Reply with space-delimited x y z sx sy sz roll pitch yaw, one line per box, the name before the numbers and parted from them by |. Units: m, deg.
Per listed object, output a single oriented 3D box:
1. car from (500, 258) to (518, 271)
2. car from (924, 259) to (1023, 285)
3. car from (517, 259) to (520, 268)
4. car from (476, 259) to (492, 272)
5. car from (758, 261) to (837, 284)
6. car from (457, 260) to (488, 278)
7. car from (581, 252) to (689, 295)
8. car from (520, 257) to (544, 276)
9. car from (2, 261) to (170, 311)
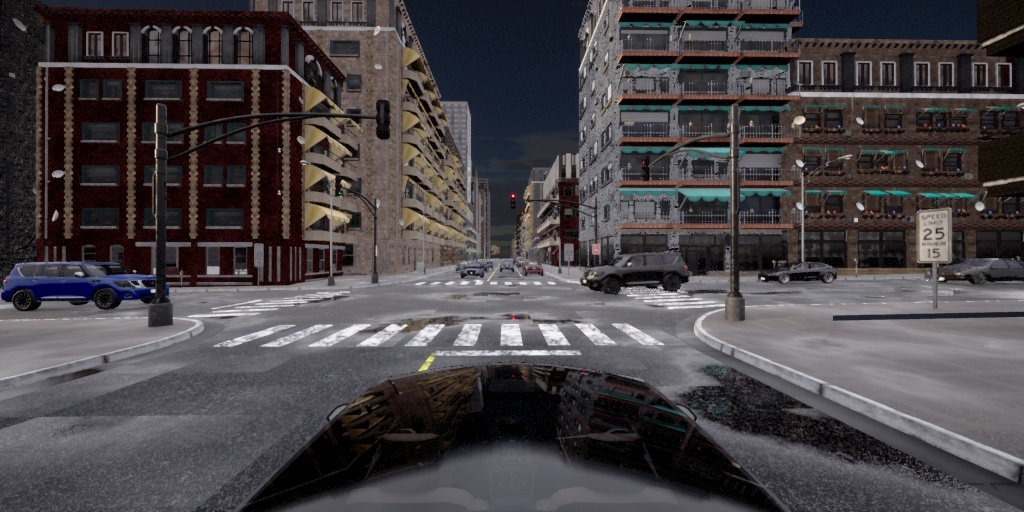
car | -0.665 1.308 48.363 2.033 1.411 5.357 0 0 -1
car | 26.562 0.847 20.034 5.357 1.411 2.033 -1 0 -1
car | 2.025 1.309 42.273 2.007 1.370 4.403 0 0 -1
car | -3.783 1.360 43.531 1.895 1.301 4.718 0 0 -1
car | 17.936 1.014 22.564 4.313 1.339 1.948 0 0 -1
car | -3.619 1.320 33.638 1.994 1.385 4.181 0 0 -1
car | 6.476 0.880 19.003 5.566 2.045 2.150 -2 0 -9
car | 2.118 1.197 36.740 1.967 1.591 4.097 0 0 -1
car | -18.657 1.244 15.855 5.566 2.045 2.150 -1 0 -1
